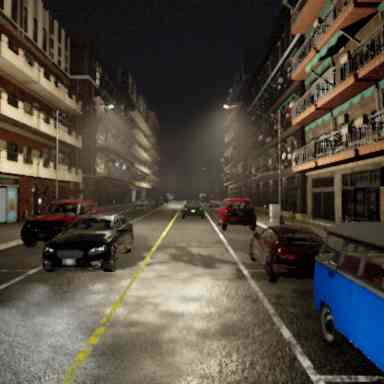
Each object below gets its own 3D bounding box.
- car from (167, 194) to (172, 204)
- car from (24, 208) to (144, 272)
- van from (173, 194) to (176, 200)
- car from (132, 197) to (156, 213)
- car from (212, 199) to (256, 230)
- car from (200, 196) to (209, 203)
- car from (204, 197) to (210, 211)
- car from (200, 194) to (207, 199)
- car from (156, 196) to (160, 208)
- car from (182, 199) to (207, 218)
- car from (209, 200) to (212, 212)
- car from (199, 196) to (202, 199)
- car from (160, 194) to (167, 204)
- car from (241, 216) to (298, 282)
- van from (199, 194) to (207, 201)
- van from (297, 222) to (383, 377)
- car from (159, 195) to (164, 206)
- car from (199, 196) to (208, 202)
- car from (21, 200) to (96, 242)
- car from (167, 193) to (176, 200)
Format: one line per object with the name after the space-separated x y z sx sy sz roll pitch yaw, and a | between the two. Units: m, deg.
-5.686 1.347 66.050 2.192 1.841 5.009 1 0 0 | car
-3.093 1.495 10.818 2.128 1.511 4.902 0 0 0 | car
-5.691 1.391 88.696 1.690 1.788 3.998 1 0 0 | van
-5.685 1.566 37.740 2.008 1.369 4.403 1 0 0 | car
2.702 1.323 20.717 2.192 1.841 5.009 1 0 0 | car
2.693 1.581 71.673 1.887 1.381 4.507 1 0 0 | car
2.695 1.566 37.703 2.008 1.369 4.403 1 0 0 | car
2.692 1.558 66.183 1.752 1.417 4.829 1 0 0 | car
-5.686 1.543 43.233 1.752 1.417 4.829 1 0 0 | car
0.095 1.575 30.255 1.994 1.385 4.181 0 0 0 | car
2.697 1.576 26.380 1.947 1.339 4.313 1 0 0 | car
0.092 1.620 45.730 1.895 1.301 4.718 0 0 0 | car
-5.686 1.464 54.727 1.967 1.590 4.097 1 0 0 | car
2.699 1.585 9.394 1.802 1.307 4.206 1 0 0 | car
2.677 1.386 82.997 1.690 1.788 3.998 1 0 0 | van
2.704 1.342 3.733 1.690 1.788 3.998 1 0 0 | van
-5.687 1.566 49.064 1.887 1.381 4.507 1 0 0 | car
2.696 1.606 77.336 1.947 1.339 4.313 1 0 0 | car
-5.677 1.321 15.095 2.192 1.841 5.009 1 0 0 | car
-5.691 1.370 94.357 2.192 1.841 5.009 1 0 0 | car
